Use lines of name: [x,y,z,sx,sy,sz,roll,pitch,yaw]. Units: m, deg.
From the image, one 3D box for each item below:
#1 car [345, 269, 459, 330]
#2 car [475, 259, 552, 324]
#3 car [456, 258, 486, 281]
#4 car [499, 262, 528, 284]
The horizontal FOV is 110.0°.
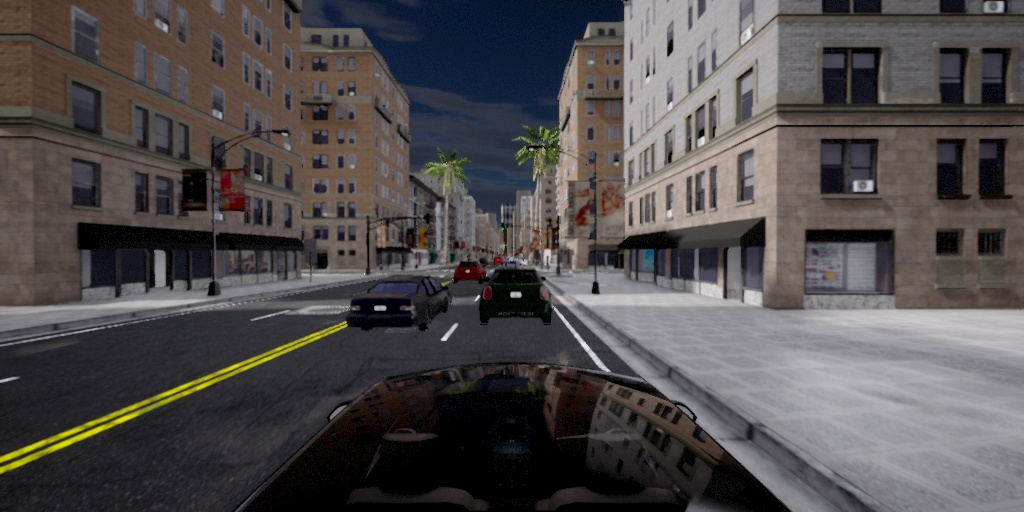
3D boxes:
car: [-3.150,1.299,11.085,2.033,1.411,5.357,0,0,0]
car: [0.099,1.103,12.059,2.097,1.767,4.553,0,0,0]
car: [-3.147,1.110,27.635,2.097,1.767,4.553,0,0,0]
car: [0.103,1.249,28.245,2.128,1.511,4.902,0,0,0]
